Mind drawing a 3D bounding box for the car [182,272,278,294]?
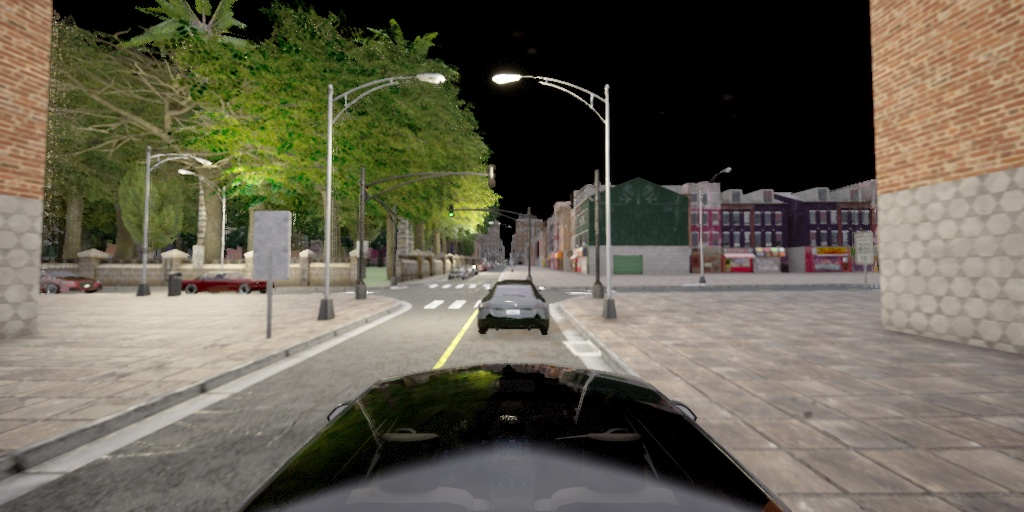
[{"bbox_3d":[-16.123,1.562,20.422,4.718,1.301,1.895,0,-2,0],"label":"car"}]

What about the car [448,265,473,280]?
[{"bbox_3d":[-5.507,1.748,36.832,2.007,1.370,4.403,0,0,0],"label":"car"}]

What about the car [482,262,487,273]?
[{"bbox_3d":[-5.654,2.110,60.314,1.802,1.307,4.207,0,0,0],"label":"car"}]

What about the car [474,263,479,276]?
[{"bbox_3d":[-5.533,1.845,43.966,2.007,1.370,4.403,0,0,0],"label":"car"}]

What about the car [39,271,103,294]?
[{"bbox_3d":[-26.149,1.519,20.377,4.181,1.385,1.994,0,-2,0],"label":"car"}]

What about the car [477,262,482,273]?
[{"bbox_3d":[-5.573,1.935,49.416,1.948,1.339,4.313,0,0,0],"label":"car"}]

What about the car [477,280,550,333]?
[{"bbox_3d":[0.083,1.431,11.206,1.994,1.385,4.181,0,-1,1],"label":"car"}]
